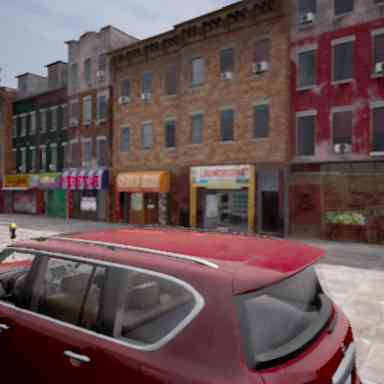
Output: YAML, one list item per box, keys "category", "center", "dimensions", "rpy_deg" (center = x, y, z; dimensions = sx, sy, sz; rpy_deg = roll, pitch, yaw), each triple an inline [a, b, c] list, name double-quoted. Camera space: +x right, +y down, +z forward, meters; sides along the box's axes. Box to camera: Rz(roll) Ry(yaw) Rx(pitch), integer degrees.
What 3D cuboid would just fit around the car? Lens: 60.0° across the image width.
- category: "car"
  center: [-0.972, 1.297, 3.496]
  dimensions: [5.009, 1.841, 2.192]
  rpy_deg: [0, 0, 35]
